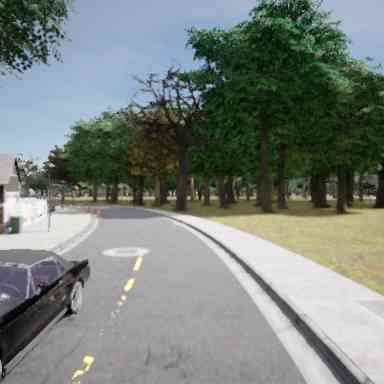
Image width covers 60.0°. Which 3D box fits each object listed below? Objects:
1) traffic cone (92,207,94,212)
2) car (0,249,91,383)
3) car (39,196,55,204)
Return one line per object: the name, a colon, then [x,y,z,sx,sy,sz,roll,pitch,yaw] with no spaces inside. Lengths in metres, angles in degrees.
traffic cone: [-11.888,2.088,39.812,0.340,0.580,0.340,0,0,-25]
car: [-2.990,1.616,4.803,1.895,1.301,4.718,0,0,-2]
car: [-30.058,1.655,68.461,4.553,1.767,2.097,0,0,43]
